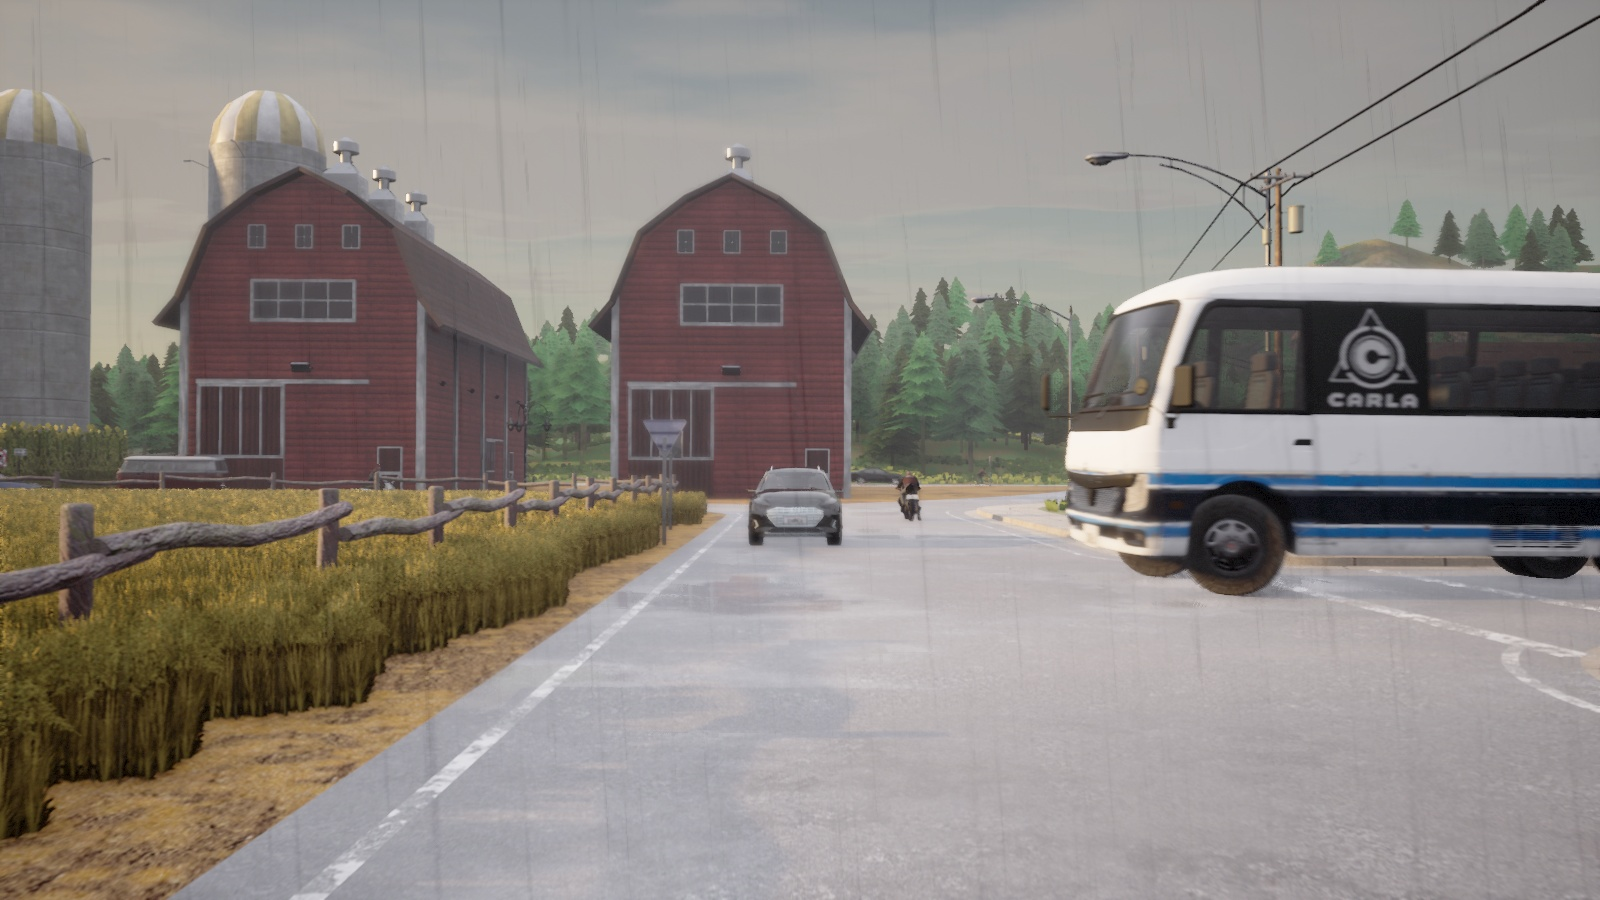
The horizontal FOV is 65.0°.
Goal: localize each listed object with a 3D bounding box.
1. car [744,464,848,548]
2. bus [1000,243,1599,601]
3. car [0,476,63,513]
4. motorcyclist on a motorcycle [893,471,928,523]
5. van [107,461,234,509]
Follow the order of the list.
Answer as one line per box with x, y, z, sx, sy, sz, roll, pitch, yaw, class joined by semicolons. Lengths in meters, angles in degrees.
-0.092;1.149;27.165;2.033;1.649;4.856;0;-1;0;car
8.269;-0.341;17.198;10.273;4.253;3.944;0;1;-4;bus
-32.173;1.722;49.146;5.357;1.411;2.033;0;-1;-10;car
3.357;1.408;38.454;0.866;1.530;2.191;0;-1;0;motorcyclist on a motorcycle
-26.480;1.462;52.939;4.442;1.987;1.775;0;-1;-3;van
